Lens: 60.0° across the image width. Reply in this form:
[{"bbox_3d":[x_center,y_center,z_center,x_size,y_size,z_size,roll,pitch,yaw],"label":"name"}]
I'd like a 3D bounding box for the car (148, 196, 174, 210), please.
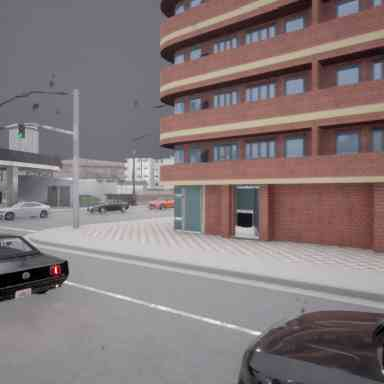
[{"bbox_3d":[-3.679,1.389,43.190,2.097,1.767,4.553,0,0,35],"label":"car"}]

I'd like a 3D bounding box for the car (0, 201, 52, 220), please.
[{"bbox_3d":[-14.142,1.523,27.958,1.812,1.442,4.674,0,0,34],"label":"car"}]

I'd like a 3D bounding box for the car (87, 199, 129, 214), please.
[{"bbox_3d":[-8.915,1.509,35.602,2.128,1.511,4.902,0,0,35],"label":"car"}]

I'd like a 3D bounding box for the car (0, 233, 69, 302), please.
[{"bbox_3d":[-4.939,1.599,7.503,4.718,1.301,1.895,0,0,36],"label":"car"}]

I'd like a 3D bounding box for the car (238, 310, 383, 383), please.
[{"bbox_3d":[2.641,1.514,2.111,4.892,1.490,1.837,0,0,35],"label":"car"}]
